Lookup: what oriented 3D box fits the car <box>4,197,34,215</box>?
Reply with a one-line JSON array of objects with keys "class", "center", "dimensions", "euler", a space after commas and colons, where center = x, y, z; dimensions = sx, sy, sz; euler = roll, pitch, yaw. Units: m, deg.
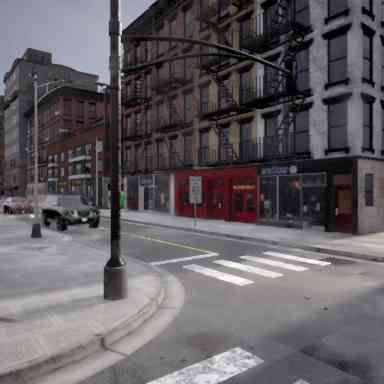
[{"class": "car", "center": [-17.226, 1.291, 33.094], "dimensions": [2.097, 1.767, 4.553], "euler": [0, 0, -37]}]

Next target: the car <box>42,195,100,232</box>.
[{"class": "car", "center": [-7.653, 1.193, 20.662], "dimensions": [2.150, 2.045, 5.566], "euler": [0, 0, -38]}]
